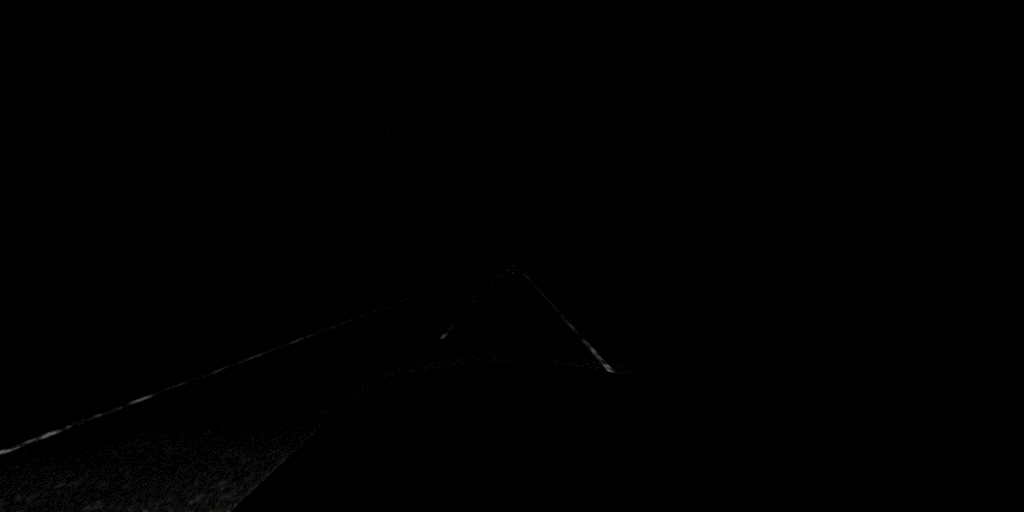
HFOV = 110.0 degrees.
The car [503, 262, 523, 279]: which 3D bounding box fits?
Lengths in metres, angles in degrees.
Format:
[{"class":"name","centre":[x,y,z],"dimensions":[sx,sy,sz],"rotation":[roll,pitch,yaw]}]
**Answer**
[{"class":"car","centre":[0.086,1.551,37.516],"dimensions":[1.882,1.535,5.008],"rotation":[0,-1,0]}]
